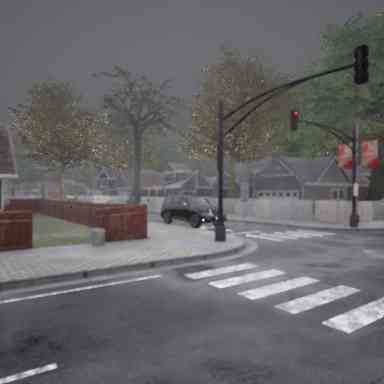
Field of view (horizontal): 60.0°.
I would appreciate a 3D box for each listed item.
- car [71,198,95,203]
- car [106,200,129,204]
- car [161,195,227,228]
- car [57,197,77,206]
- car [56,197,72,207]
[{"bbox_3d":[-16.143,1.661,50.031,1.994,1.385,4.181,0,0,-35],"label":"car"},{"bbox_3d":[-7.229,1.522,32.618,1.882,1.535,5.008,0,0,-36],"label":"car"},{"bbox_3d":[-0.037,1.249,22.592,2.150,2.045,5.566,0,0,-36],"label":"car"},{"bbox_3d":[-21.813,1.608,57.831,2.128,1.511,4.902,0,0,-36],"label":"car"},{"bbox_3d":[-19.001,1.573,49.157,2.128,1.511,4.902,0,-1,-35],"label":"car"}]
